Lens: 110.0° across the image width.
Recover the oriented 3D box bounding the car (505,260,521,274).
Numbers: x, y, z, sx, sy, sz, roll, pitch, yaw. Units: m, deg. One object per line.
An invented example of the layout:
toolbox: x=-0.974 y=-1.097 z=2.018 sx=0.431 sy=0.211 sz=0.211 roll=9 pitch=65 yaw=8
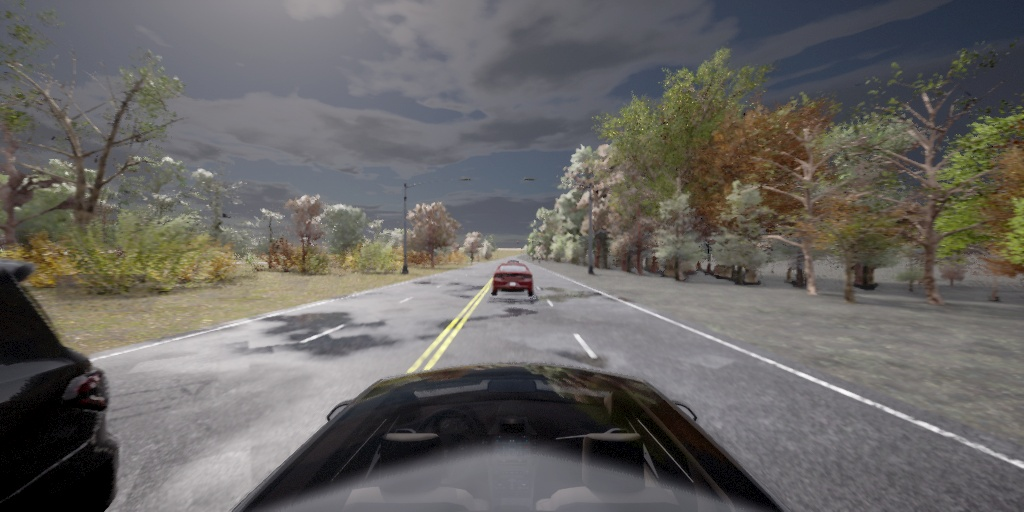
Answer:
car: x=0.119 y=1.306 z=44.227 sx=1.837 sy=1.490 sz=4.892 roll=0 pitch=0 yaw=0

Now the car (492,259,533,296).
car: x=0.036 y=1.094 z=18.245 sx=1.882 sy=1.535 sz=5.008 roll=1 pitch=0 yaw=0
